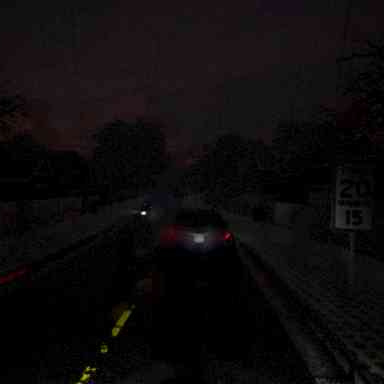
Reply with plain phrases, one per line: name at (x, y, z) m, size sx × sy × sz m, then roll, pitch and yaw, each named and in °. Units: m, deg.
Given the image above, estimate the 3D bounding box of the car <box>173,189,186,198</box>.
car at (-3.182, 0.398, 77.750) m, size 2.150 × 2.045 × 5.566 m, roll 2°, pitch 1°, yaw 3°

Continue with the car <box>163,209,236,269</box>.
car at (0.209, 1.351, 11.388) m, size 2.097 × 1.767 × 4.553 m, roll 2°, pitch 0°, yaw 0°

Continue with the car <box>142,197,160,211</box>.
car at (-4.675, 1.339, 38.279) m, size 1.812 × 1.442 × 4.674 m, roll 2°, pitch 0°, yaw -6°
